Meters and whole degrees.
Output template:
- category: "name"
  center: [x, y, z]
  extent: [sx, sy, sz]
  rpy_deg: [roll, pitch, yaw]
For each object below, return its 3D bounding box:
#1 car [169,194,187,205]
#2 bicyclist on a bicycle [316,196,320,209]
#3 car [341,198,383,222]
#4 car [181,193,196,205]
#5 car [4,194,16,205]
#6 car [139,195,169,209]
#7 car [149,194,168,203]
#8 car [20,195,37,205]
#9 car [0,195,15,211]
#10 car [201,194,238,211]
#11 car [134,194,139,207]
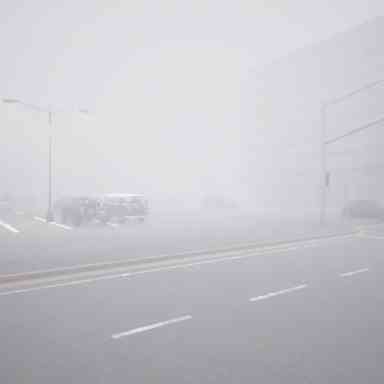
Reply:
- category: "car"
  center: [-3.540, 1.533, 58.443]
  extent: [1.882, 1.535, 5.008]
  rpy_deg: [0, 0, -36]
- category: "bicyclist on a bicycle"
  center: [16.505, 1.356, 42.866]
  extent: [1.656, 1.620, 0.582]
  rpy_deg: [0, 0, -35]
- category: "car"
  center: [14.535, 1.401, 26.706]
  extent: [2.097, 1.767, 4.553]
  rpy_deg: [0, 0, -35]
- category: "car"
  center: [-1.486, 1.277, 61.595]
  extent: [2.150, 2.045, 5.566]
  rpy_deg: [0, 0, -35]
- category: "car"
  center: [-29.692, 1.212, 53.715]
  extent: [1.905, 1.878, 3.866]
  rpy_deg: [0, 0, -35]
- category: "car"
  center: [-6.515, 1.603, 56.336]
  extent: [2.033, 1.411, 5.357]
  rpy_deg: [0, 0, -35]
- category: "car"
  center: [-7.019, 1.407, 69.358]
  extent: [2.097, 1.767, 4.553]
  rpy_deg: [0, 0, -35]
- category: "car"
  center: [-27.298, 1.209, 55.342]
  extent: [1.932, 1.855, 4.605]
  rpy_deg: [0, 0, -35]
- category: "car"
  center: [-21.815, 1.451, 37.892]
  extent: [1.970, 1.475, 3.806]
  rpy_deg: [0, 0, -35]
- category: "car"
  center: [3.410, 1.279, 42.321]
  extent: [2.150, 2.045, 5.566]
  rpy_deg: [0, 0, -35]
- category: "car"
  center: [-8.953, 1.547, 66.022]
  extent: [2.128, 1.511, 4.902]
  rpy_deg: [0, 0, -35]
